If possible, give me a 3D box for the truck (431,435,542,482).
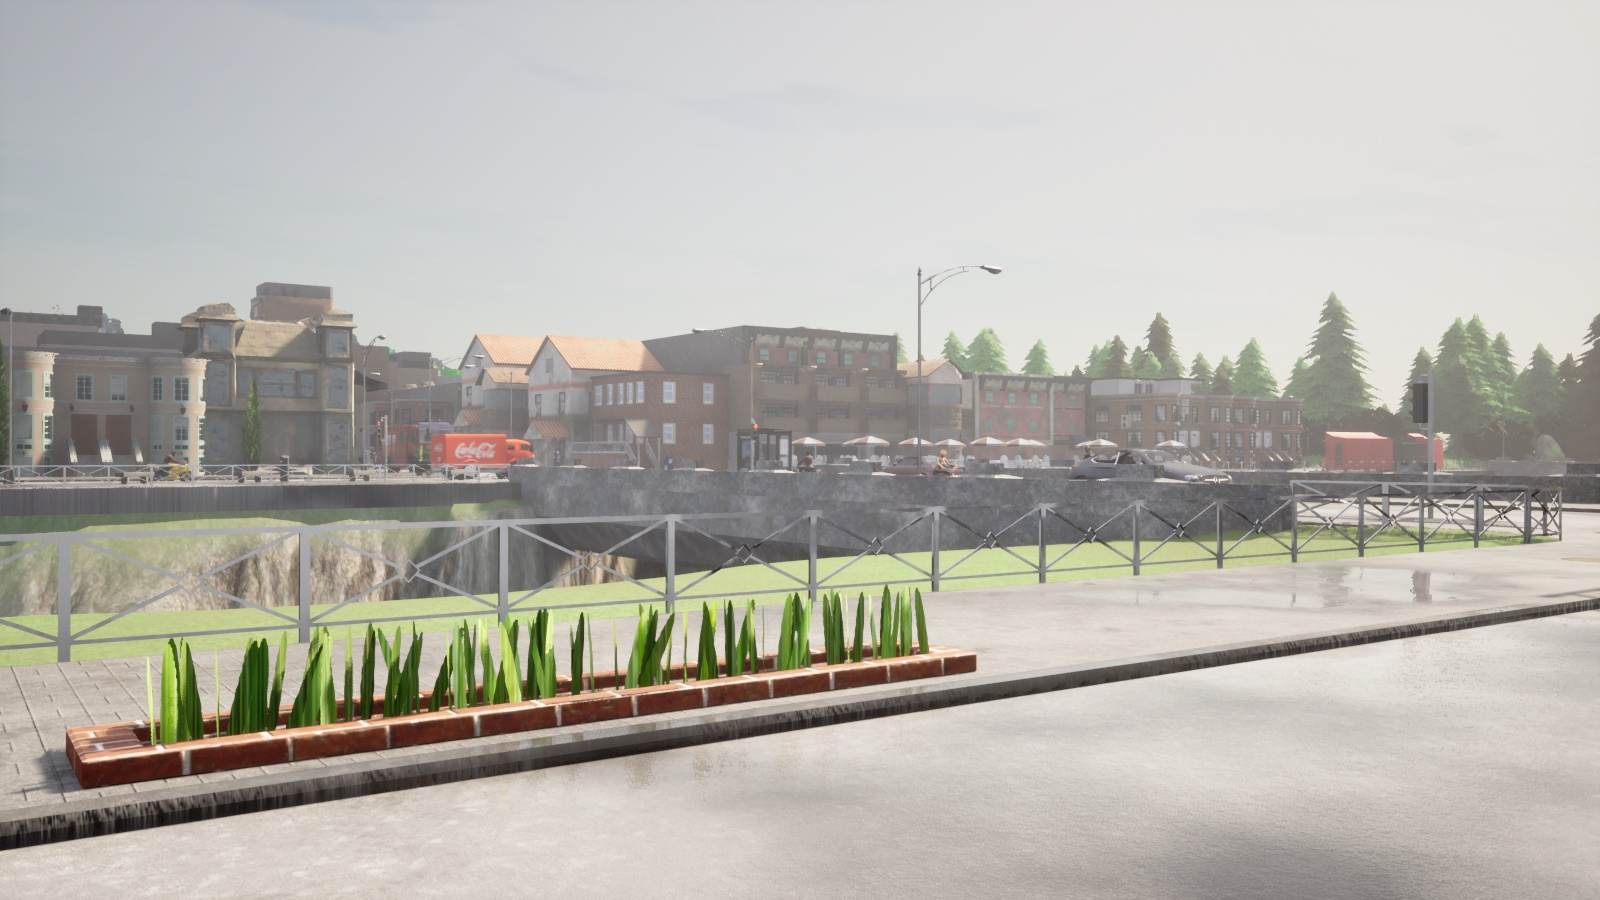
[{"bbox_3d":[-16.972,0.459,68.005,5.204,2.467,2.627,0,-1,-34],"label":"truck"}]

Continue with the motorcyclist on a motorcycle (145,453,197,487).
[{"bbox_3d":[-29.506,0.936,58.933,2.044,1.523,0.797,-2,1,-35],"label":"motorcyclist on a motorcycle"}]

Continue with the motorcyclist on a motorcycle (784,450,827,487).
[{"bbox_3d":[0.250,0.835,57.464,0.766,1.649,2.350,0,0,-34],"label":"motorcyclist on a motorcycle"}]

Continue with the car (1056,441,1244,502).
[{"bbox_3d":[10.046,0.591,36.433,2.152,1.651,5.027,0,0,-35],"label":"car"}]

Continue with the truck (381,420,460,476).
[{"bbox_3d":[-27.254,-0.142,89.950,2.891,3.827,8.468,0,0,-35],"label":"truck"}]

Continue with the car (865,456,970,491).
[{"bbox_3d":[4.745,0.923,51.041,1.994,1.385,4.181,0,0,-35],"label":"car"}]
